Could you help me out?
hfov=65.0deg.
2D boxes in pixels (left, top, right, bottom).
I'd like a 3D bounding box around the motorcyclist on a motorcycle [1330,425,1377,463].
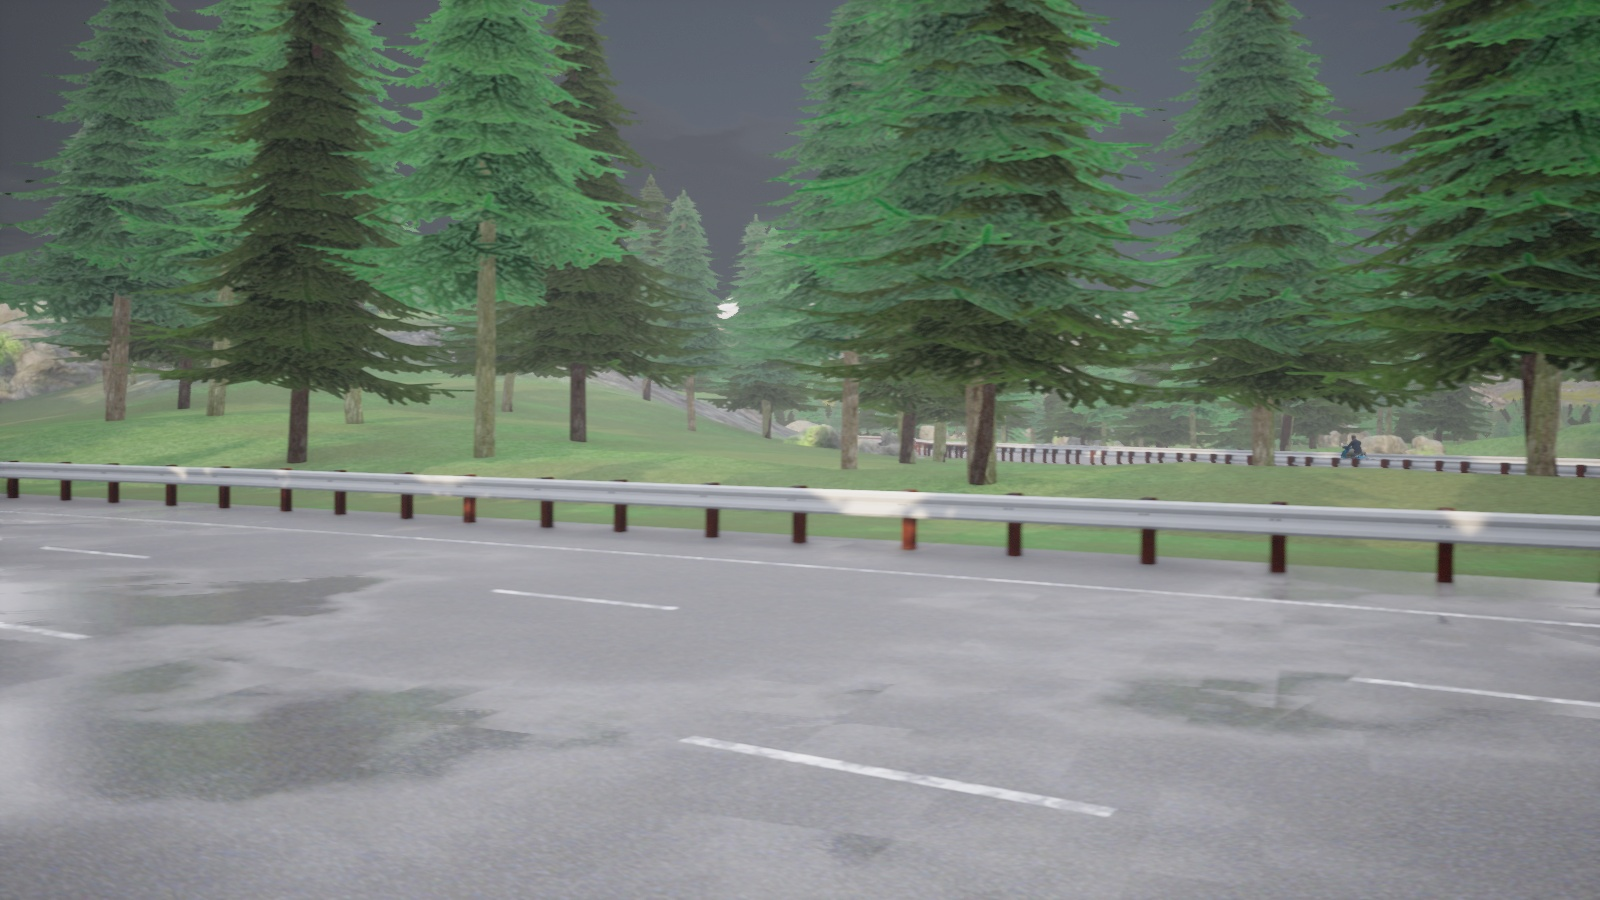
[{"bbox_3d":[23.684,-0.282,53.785,0.866,1.590,1.817,-1,1,-18],"label":"motorcyclist on a motorcycle"}]
